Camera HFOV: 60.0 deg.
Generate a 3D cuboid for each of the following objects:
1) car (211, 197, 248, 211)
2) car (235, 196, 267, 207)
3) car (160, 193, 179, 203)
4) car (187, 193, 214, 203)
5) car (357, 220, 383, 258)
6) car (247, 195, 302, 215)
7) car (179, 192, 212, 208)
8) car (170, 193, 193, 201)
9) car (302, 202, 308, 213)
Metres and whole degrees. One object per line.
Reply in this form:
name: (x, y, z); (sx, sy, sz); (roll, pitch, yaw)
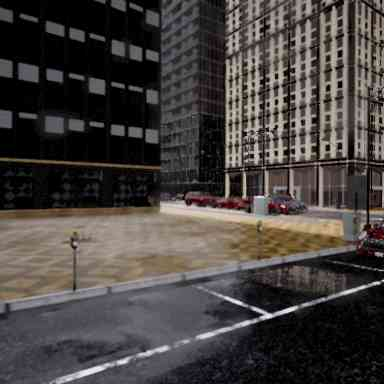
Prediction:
car: (4.353, 1.290, 35.480); (1.802, 1.307, 4.206); (2, 0, -36)
car: (7.882, 1.234, 44.943); (1.802, 1.307, 4.206); (2, 0, -36)
car: (-4.154, 0.866, 51.844); (2.128, 1.511, 4.902); (0, 1, -35)
car: (1.290, 0.960, 54.149); (1.752, 1.417, 4.829); (2, 0, -36)
car: (7.789, 1.543, 12.116); (4.097, 1.590, 1.967); (1, 0, -35)
car: (7.604, 1.256, 30.949); (1.967, 1.590, 4.097); (2, 0, -36)
car: (1.116, 0.916, 40.012); (2.192, 1.841, 5.009); (2, 0, -36)
car: (-1.860, 0.896, 58.543); (1.947, 1.339, 4.313); (2, 0, -36)
car: (9.217, 1.169, 33.119); (2.097, 1.767, 4.553); (0, 1, -36)
